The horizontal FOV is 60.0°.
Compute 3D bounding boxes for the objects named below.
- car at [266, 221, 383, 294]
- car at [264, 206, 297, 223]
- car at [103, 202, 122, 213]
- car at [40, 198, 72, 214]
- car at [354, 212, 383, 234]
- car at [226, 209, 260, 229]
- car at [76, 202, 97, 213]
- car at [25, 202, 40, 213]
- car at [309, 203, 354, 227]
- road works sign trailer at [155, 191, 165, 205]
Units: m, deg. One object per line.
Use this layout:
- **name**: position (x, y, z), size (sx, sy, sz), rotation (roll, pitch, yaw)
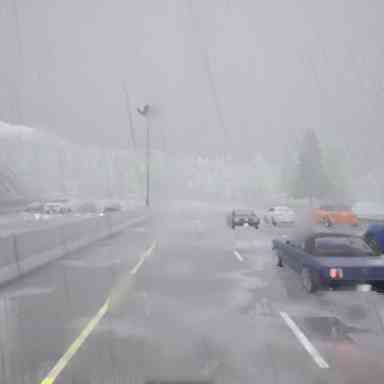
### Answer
- **car**: position (3.562, 1.721, 9.075), size (1.895, 1.301, 4.718), rotation (0, -1, 0)
- **car**: position (7.074, 1.875, 26.809), size (1.812, 1.442, 4.674), rotation (0, -1, 0)
- **car**: position (-10.930, 2.078, 46.090), size (1.882, 1.535, 5.008), rotation (0, -1, -3)
- **car**: position (-17.842, 1.802, 44.588), size (2.150, 2.045, 5.566), rotation (0, -1, -3)
- **car**: position (7.064, 1.348, 9.368), size (2.150, 2.045, 5.566), rotation (0, 0, 0)
- **car**: position (3.562, 1.915, 24.074), size (1.895, 1.301, 4.718), rotation (0, -1, 0)
- **car**: position (-14.412, 2.097, 45.635), size (1.837, 1.490, 4.892), rotation (0, 0, -3)
- **car**: position (-21.442, 2.126, 46.122), size (1.812, 1.442, 4.674), rotation (0, -1, -4)
- **car**: position (10.567, 1.680, 25.208), size (2.097, 1.767, 4.553), rotation (0, -1, 0)
- **road works sign trailer**: position (-8.612, 1.612, 88.202), size (2.380, 3.560, 2.880), rotation (0, -1, -21)
